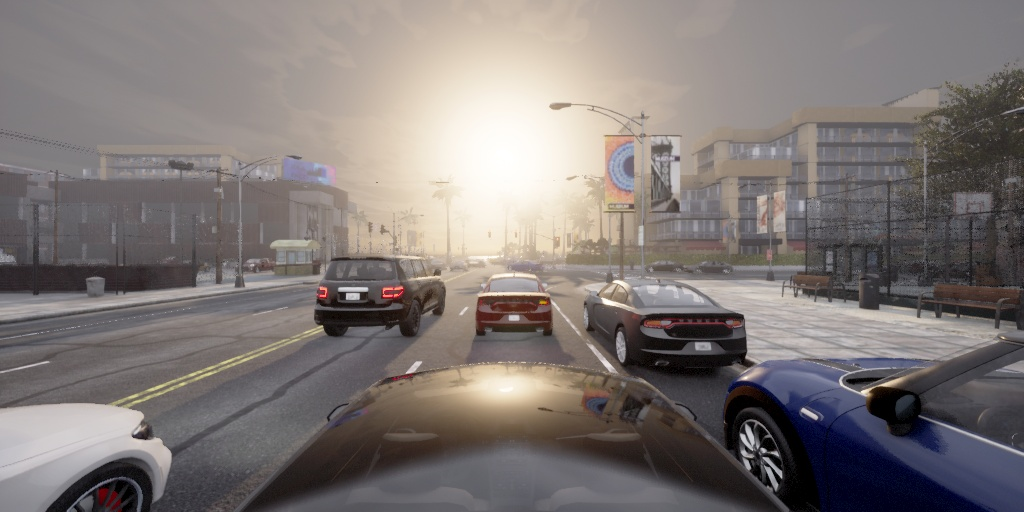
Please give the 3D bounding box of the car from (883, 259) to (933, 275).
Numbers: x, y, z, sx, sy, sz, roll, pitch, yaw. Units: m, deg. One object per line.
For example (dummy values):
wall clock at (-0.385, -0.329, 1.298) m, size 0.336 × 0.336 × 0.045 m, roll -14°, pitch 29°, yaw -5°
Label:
car at (42.783, 1.101, 38.772) m, size 4.553 × 1.767 × 2.097 m, roll 0°, pitch 0°, yaw 0°

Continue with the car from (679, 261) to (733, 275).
car at (21.129, 1.255, 38.657) m, size 4.892 × 1.490 × 1.837 m, roll 0°, pitch 0°, yaw 0°

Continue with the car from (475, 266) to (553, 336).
car at (0.064, 1.228, 10.461) m, size 1.882 × 1.535 × 5.008 m, roll 0°, pitch 0°, yaw 0°

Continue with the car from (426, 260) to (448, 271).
car at (-10.412, 1.255, 50.103) m, size 1.837 × 1.490 × 4.892 m, roll 0°, pitch 0°, yaw 2°

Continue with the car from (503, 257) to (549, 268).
car at (1.631, 1.228, 43.490) m, size 5.008 × 1.535 × 1.882 m, roll 0°, pitch 1°, yaw 43°

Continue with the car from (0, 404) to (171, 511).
car at (-3.411, 1.276, 0.638) m, size 1.812 × 1.442 × 4.674 m, roll 0°, pitch 0°, yaw 0°

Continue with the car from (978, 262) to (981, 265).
car at (45.183, 1.102, 31.771) m, size 4.553 × 1.767 × 2.097 m, roll 0°, pitch 0°, yaw -1°

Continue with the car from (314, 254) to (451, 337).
car at (-3.437, 0.971, 10.475) m, size 2.150 × 2.045 × 5.566 m, roll 0°, pitch 0°, yaw 0°

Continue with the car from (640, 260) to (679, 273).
car at (17.617, 1.228, 42.162) m, size 5.008 × 1.535 × 1.882 m, roll 0°, pitch 0°, yaw 0°

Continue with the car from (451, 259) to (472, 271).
car at (-6.982, 1.314, 47.504) m, size 1.994 × 1.385 × 4.181 m, roll 0°, pitch 0°, yaw 1°

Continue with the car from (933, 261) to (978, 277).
car at (45.182, 1.255, 35.271) m, size 4.892 × 1.490 × 1.837 m, roll 0°, pitch 0°, yaw -1°

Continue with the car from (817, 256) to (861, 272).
car at (39.294, 0.973, 42.272) m, size 5.566 × 2.045 × 2.150 m, roll 0°, pitch 0°, yaw 0°

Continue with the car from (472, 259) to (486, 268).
car at (-6.033, 1.297, 61.247) m, size 2.033 × 1.411 × 5.357 m, roll 0°, pitch 0°, yaw 14°
